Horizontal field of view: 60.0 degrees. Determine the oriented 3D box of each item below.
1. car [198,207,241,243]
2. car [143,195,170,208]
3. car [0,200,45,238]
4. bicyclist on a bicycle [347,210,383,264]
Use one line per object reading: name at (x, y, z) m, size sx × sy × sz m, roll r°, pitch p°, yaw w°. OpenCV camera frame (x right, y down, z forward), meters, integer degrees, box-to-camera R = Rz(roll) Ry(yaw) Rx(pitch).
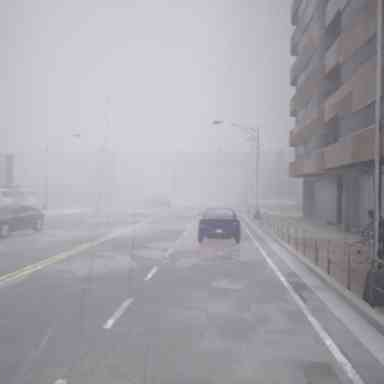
car at (1.345, 1.489, 16.402) m, size 1.882 × 1.535 × 5.008 m, roll 1°, pitch 0°, yaw 5°
car at (-5.021, 1.241, 47.036) m, size 2.097 × 1.767 × 4.553 m, roll 0°, pitch 0°, yaw -39°
car at (-9.335, 1.367, 16.851) m, size 1.837 × 1.490 × 4.892 m, roll 1°, pitch 0°, yaw 5°
bicyclist on a bicycle at (5.528, 1.373, 9.988) m, size 1.656 × 1.620 × 0.582 m, roll 2°, pitch 0°, yaw 5°
